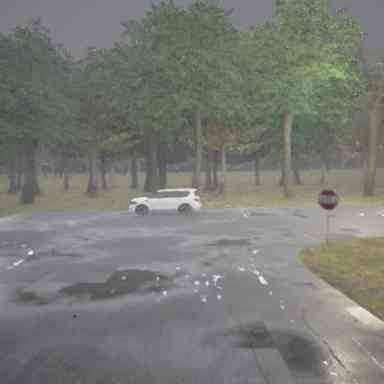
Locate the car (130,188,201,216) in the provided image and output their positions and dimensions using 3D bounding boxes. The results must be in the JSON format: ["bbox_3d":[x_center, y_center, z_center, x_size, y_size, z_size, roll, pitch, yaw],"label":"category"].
[{"bbox_3d":[-2.078,0.782,26.270,5.566,2.045,2.150,-1,3,-1],"label":"car"}]
